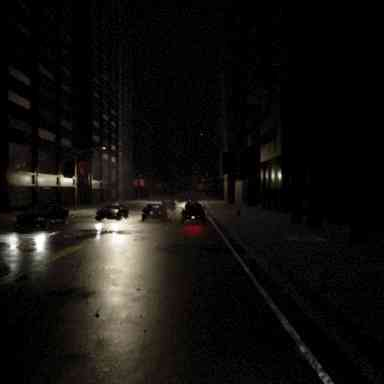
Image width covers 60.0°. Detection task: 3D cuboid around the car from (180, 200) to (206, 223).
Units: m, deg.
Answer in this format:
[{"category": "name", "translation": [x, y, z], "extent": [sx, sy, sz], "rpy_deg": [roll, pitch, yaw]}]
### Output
[{"category": "car", "translation": [0.088, 1.641, 27.167], "extent": [1.837, 1.490, 4.892], "rpy_deg": [0, 0, 0]}]

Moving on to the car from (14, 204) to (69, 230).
[{"category": "car", "translation": [-9.835, 1.588, 22.138], "extent": [1.882, 1.535, 5.008], "rpy_deg": [0, 0, 0]}]

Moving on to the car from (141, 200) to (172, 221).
[{"category": "car", "translation": [-3.160, 1.690, 28.437], "extent": [2.033, 1.411, 5.357], "rpy_deg": [0, 0, 0]}]

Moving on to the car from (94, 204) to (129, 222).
[{"category": "car", "translation": [-6.553, 1.687, 27.909], "extent": [2.033, 1.411, 5.357], "rpy_deg": [0, 0, 1]}]

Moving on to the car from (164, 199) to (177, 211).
[{"category": "car", "translation": [-3.162, 1.713, 44.840], "extent": [2.128, 1.511, 4.902], "rpy_deg": [0, 0, 0]}]

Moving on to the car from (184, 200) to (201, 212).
[{"category": "car", "translation": [0.089, 1.762, 43.457], "extent": [2.033, 1.411, 5.357], "rpy_deg": [0, 0, 0]}]
